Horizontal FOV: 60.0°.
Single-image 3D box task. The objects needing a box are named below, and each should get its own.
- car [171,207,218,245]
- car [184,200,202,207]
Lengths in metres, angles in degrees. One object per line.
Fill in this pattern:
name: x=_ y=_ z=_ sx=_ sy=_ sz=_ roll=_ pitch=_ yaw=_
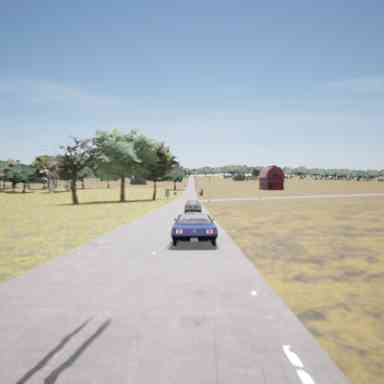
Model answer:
car: x=0.096 y=1.605 z=15.388 sx=1.895 sy=1.301 sz=4.718 roll=0 pitch=0 yaw=0
car: x=0.093 y=1.577 z=35.247 sx=2.033 sy=1.411 sz=5.357 roll=0 pitch=0 yaw=0
